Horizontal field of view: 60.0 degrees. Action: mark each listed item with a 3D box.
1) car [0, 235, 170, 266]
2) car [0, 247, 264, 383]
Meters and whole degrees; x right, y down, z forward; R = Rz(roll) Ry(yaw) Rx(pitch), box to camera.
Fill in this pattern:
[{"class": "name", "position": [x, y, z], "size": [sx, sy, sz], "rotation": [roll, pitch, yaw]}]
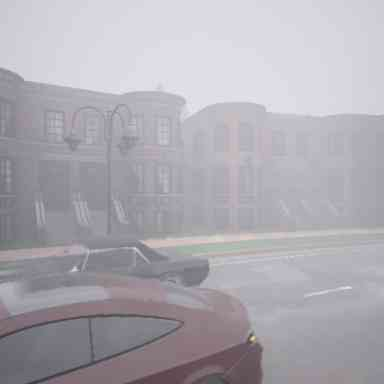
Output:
[{"class": "car", "position": [-2.067, 1.601, 6.552], "size": [4.718, 1.301, 1.895], "rotation": [0, 0, -31]}, {"class": "car", "position": [-1.459, 1.526, 2.744], "size": [4.674, 1.442, 1.812], "rotation": [0, 0, -33]}]
